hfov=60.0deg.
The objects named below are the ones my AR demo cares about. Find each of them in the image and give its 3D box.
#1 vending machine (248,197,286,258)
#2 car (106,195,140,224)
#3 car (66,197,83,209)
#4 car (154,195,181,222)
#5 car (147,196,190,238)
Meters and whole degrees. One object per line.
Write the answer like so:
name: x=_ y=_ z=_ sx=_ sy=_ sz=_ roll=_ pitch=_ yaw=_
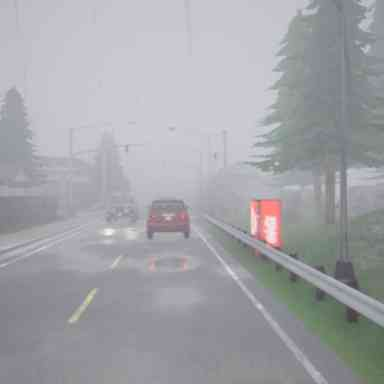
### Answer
vending machine: x=2.676 y=1.239 z=12.005 sx=1.100 sy=2.100 sz=0.880 roll=0 pitch=0 yaw=-4
car: x=-5.489 y=1.296 z=26.979 sx=2.150 sy=2.045 sz=5.566 roll=0 pitch=0 yaw=-4
car: x=-18.513 y=1.672 z=52.677 sx=1.905 sy=1.878 sz=3.866 roll=0 pitch=0 yaw=-5
car: x=-2.215 y=1.346 z=30.135 sx=2.150 sy=2.045 sz=5.566 roll=0 pitch=1 yaw=-4
car: x=-1.311 y=1.333 z=18.377 sx=2.150 sy=2.045 sz=5.566 roll=0 pitch=0 yaw=-4
